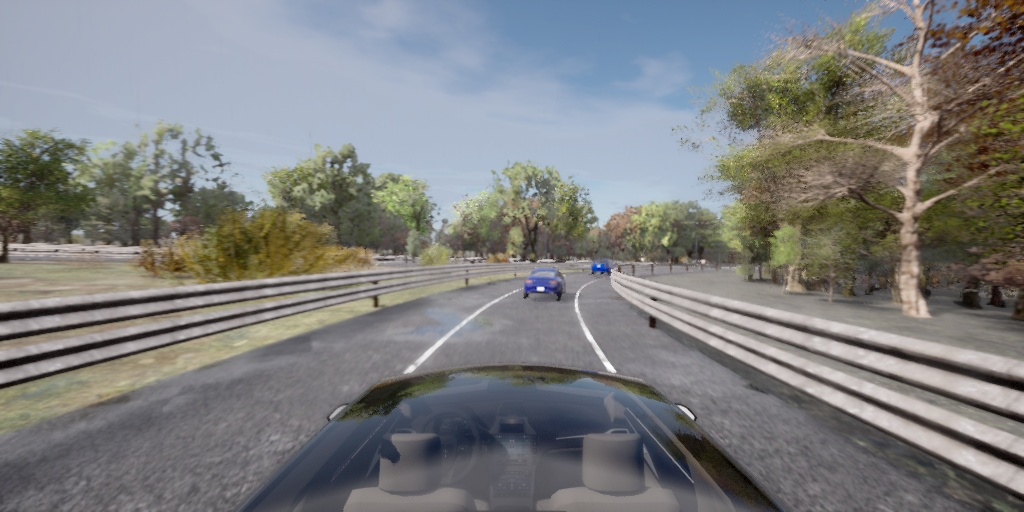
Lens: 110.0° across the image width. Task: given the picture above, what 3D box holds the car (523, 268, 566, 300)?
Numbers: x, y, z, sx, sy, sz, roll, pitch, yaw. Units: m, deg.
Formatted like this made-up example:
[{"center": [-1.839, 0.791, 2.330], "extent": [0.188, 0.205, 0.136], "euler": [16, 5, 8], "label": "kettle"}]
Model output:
[{"center": [1.732, 1.329, 18.329], "extent": [1.812, 1.442, 4.674], "euler": [1, 0, 11], "label": "car"}]

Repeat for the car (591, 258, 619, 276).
[{"center": [11.500, 1.331, 44.132], "extent": [2.150, 2.045, 5.566], "euler": [1, 0, 31], "label": "car"}]
